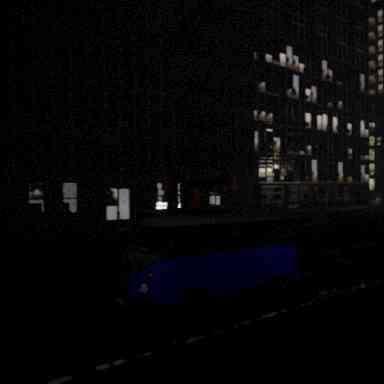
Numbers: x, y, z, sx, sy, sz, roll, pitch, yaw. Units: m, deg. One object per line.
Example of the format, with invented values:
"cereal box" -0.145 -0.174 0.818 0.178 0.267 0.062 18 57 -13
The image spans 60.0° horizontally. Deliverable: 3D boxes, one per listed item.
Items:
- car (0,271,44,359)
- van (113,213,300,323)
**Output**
"car" -4.103 1.540 3.649 4.507 1.381 1.887 0 -1 -35
"van" 0.476 1.360 6.917 3.998 1.788 1.690 0 -1 -35
